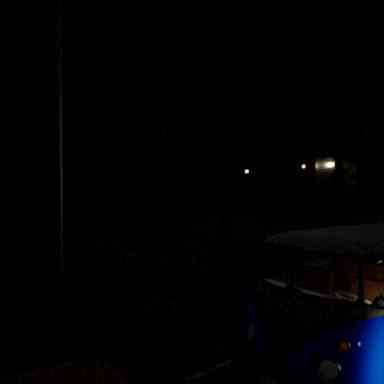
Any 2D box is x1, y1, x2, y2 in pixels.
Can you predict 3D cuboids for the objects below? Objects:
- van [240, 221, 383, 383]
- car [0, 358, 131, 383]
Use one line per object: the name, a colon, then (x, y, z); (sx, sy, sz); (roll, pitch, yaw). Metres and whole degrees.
van: (2.454, 1.336, 4.419); (3.998, 1.788, 1.690); (0, 0, -36)
car: (-2.264, 1.526, 1.025); (4.829, 1.417, 1.752); (0, 0, -36)
